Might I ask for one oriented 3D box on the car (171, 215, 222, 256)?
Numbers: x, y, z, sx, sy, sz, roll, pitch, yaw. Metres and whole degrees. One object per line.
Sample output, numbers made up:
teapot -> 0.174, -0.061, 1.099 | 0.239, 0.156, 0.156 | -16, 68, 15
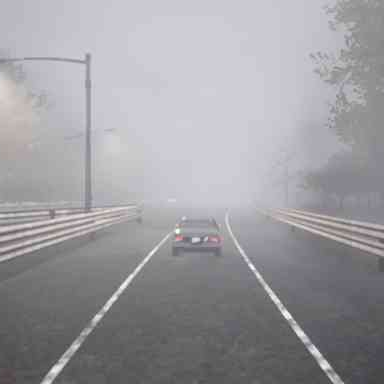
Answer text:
car -> 0.238, 1.669, 13.657 | 2.033, 1.411, 5.357 | 0, 0, 2
